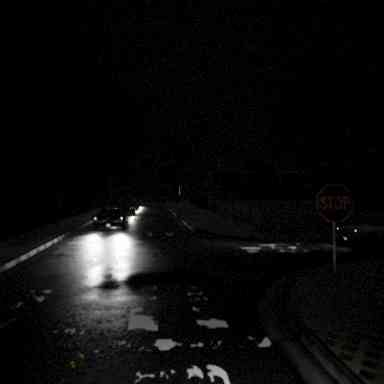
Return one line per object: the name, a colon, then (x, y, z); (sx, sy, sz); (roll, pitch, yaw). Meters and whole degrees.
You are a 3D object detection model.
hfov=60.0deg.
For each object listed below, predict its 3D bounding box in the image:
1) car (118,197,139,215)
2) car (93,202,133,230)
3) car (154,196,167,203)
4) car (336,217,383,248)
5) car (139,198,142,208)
car: (-6.459, 1.428, 32.437); (1.837, 1.490, 4.892); (0, 0, -7)
car: (-4.980, 1.556, 20.878); (1.895, 1.301, 4.718); (0, 0, -7)
car: (-6.356, 1.523, 66.880); (1.812, 1.442, 4.674); (0, 0, 2)
car: (9.062, 1.796, 15.111); (4.718, 1.301, 1.895); (1, -3, -5)
car: (-7.717, 1.392, 42.583); (1.882, 1.535, 5.008); (0, 0, -7)
